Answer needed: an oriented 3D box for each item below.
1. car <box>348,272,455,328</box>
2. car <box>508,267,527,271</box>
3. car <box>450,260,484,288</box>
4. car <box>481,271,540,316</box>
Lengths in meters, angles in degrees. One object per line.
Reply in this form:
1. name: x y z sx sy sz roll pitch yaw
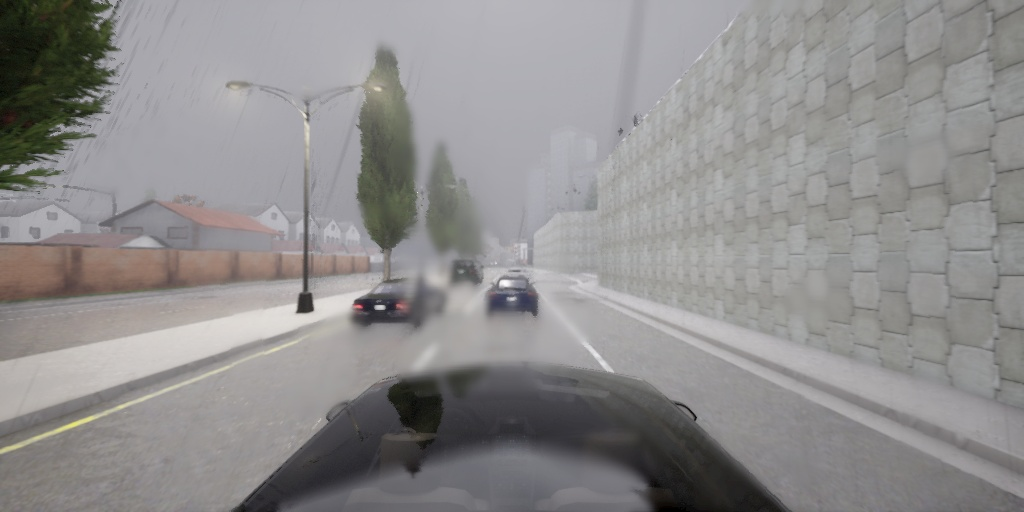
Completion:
1. car: -3.471 1.442 11.970 2.033 1.411 5.357 0 -1 0
2. car: 0.456 1.651 29.741 1.812 1.442 4.674 -1 0 9
3. car: -3.463 1.341 27.955 2.150 2.045 5.566 0 -1 1
4. car: 0.052 1.491 14.315 1.994 1.385 4.181 0 -1 1
